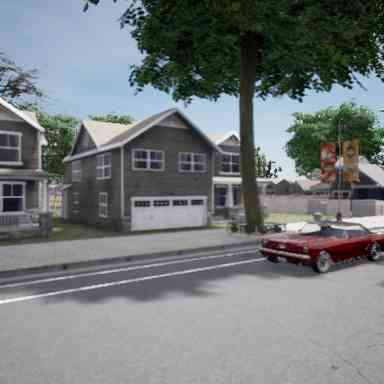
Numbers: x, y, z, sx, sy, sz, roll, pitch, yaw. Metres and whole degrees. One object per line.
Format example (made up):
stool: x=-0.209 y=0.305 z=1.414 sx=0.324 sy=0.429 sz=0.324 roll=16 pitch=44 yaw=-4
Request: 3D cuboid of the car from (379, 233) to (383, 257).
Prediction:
car: x=7.123 y=1.630 z=8.747 sx=4.718 sy=1.301 sz=1.895 roll=0 pitch=0 yaw=-35

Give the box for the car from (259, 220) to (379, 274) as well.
car: x=4.379 y=1.626 z=10.783 sx=4.718 sy=1.301 sz=1.895 roll=0 pitch=0 yaw=-35
